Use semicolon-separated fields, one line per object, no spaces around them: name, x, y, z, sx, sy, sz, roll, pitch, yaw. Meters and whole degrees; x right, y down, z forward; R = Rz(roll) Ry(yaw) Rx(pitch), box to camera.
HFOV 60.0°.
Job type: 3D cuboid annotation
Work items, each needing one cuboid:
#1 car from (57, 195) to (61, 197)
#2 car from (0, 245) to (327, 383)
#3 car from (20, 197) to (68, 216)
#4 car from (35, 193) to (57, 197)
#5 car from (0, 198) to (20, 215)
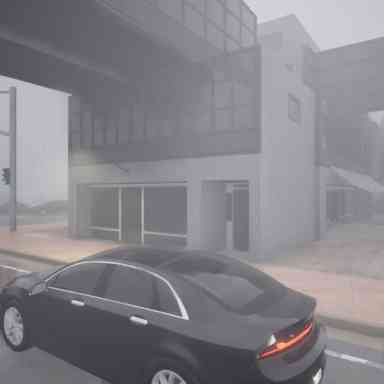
car;-29.471;1.364;72.196;3.905;1.438;1.784;0;0;35
car;-0.788;1.505;4.555;4.892;1.490;1.837;0;0;36
car;-13.966;1.505;33.197;1.837;1.490;4.892;0;0;36
car;-31.200;1.153;69.870;4.605;1.855;1.932;0;0;35
car;-18.344;1.564;33.145;1.994;1.385;4.181;0;0;36
